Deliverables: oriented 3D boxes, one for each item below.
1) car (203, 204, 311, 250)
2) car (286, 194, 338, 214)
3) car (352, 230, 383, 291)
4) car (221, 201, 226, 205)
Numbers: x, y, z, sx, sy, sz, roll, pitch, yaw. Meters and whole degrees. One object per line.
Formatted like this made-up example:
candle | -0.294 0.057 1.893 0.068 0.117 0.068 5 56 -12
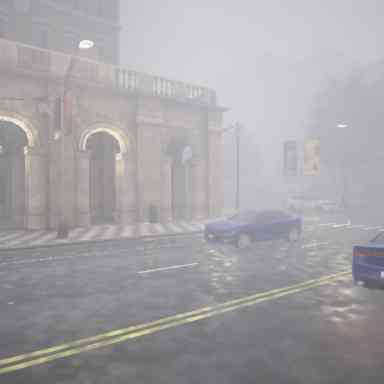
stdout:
car | 2.768 1.478 14.618 5.008 1.535 1.882 0 0 -36
car | 12.761 1.222 35.915 2.150 2.045 5.566 0 0 -36
car | 5.803 1.478 7.996 5.008 1.535 1.882 0 0 -37
car | 2.977 1.503 49.523 1.837 1.490 4.892 0 0 -36
